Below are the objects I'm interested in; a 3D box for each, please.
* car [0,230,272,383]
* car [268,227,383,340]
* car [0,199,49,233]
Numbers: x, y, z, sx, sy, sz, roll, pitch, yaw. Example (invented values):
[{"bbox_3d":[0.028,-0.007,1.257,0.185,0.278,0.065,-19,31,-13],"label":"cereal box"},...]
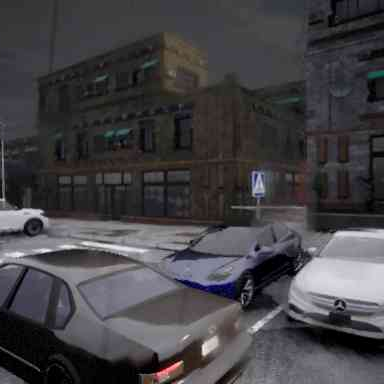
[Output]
[{"bbox_3d":[-1.853,1.570,4.726,5.357,1.411,2.033,-1,0,36],"label":"car"},{"bbox_3d":[3.421,1.477,6.517,2.002,1.452,4.674,-1,0,36],"label":"car"},{"bbox_3d":[-9.965,1.285,16.245,2.435,2.045,5.566,0,0,36],"label":"car"}]
